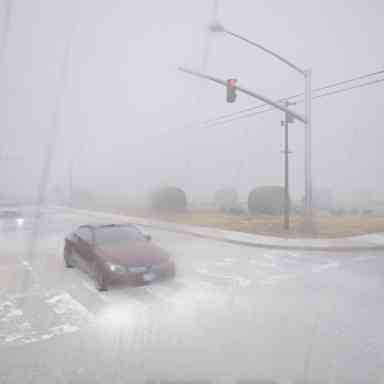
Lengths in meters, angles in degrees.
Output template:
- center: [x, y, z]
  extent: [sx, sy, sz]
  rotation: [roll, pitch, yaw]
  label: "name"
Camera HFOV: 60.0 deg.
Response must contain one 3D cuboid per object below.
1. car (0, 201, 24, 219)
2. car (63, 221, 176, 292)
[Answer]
- center: [-16.255, 1.577, 29.428]
  extent: [1.812, 1.442, 4.674]
  rotation: [0, 1, -35]
  label: "car"
- center: [-2.249, 1.579, 9.255]
  extent: [1.812, 1.442, 4.674]
  rotation: [0, 1, -35]
  label: "car"
